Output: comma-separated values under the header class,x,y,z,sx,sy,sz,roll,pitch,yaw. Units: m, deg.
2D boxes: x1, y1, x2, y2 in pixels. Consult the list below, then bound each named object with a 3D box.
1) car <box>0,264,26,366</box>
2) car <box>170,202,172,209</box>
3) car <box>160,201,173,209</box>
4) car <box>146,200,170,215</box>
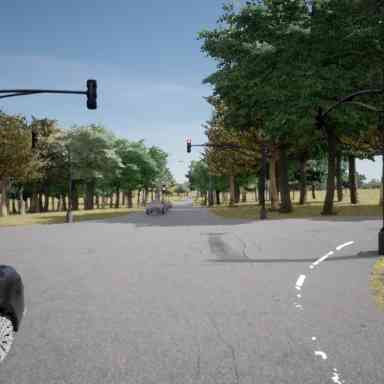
class,x,y,z,sx,sy,sz,roll,pitch,yaw
car,-3.429,1.492,2.847,2.128,1.511,4.902,0,0,4
car,-4.362,2.166,49.693,1.895,1.301,4.718,0,-1,-1
car,-4.601,2.333,60.983,2.033,1.411,5.357,0,-1,-1
car,-4.172,1.739,39.448,2.097,1.767,4.553,0,-1,0
